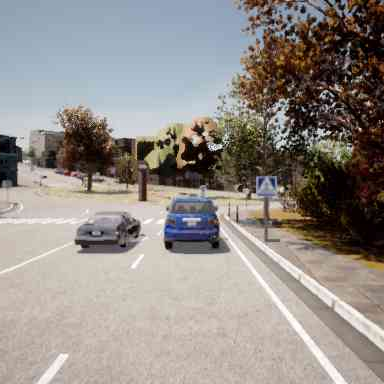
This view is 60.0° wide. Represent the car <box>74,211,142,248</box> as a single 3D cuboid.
[{"bbox_3d":[-3.500,1.545,14.667,2.033,1.411,5.357,0,0,0],"label":"car"}]

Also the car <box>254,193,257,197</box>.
[{"bbox_3d":[16.433,0.470,76.047,2.033,1.411,5.357,-1,2,-23],"label":"car"}]

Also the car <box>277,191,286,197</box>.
[{"bbox_3d":[20.624,0.429,73.538,2.128,1.511,4.902,0,2,-15],"label":"car"}]

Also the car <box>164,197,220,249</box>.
[{"bbox_3d":[0.000,1.239,14.693,2.150,2.045,5.566,0,0,0],"label":"car"}]
